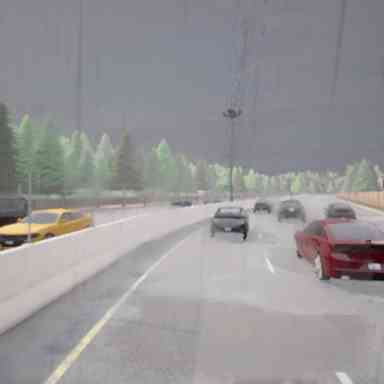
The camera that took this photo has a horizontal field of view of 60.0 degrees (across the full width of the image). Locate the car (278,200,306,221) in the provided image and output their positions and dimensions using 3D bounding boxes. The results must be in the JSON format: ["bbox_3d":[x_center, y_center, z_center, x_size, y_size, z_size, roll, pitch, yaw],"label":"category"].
[{"bbox_3d":[8.270,1.440,27.533,2.097,1.767,4.553,0,0,18],"label":"car"}]

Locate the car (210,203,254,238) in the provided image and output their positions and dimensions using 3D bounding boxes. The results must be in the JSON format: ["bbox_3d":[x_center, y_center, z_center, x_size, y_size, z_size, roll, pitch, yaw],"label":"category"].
[{"bbox_3d":[2.114,1.531,17.920,2.128,1.511,4.902,0,0,11],"label":"car"}]

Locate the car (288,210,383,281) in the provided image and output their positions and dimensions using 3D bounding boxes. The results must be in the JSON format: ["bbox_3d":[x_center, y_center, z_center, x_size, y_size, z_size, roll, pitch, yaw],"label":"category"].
[{"bbox_3d":[4.343,1.517,9.864,1.882,1.535,5.008,0,0,6],"label":"car"}]

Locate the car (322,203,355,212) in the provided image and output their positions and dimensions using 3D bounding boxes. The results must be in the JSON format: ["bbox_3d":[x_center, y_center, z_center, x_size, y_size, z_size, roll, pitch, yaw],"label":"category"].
[{"bbox_3d":[11.323,1.606,25.671,1.837,1.490,4.892,0,0,17],"label":"car"}]

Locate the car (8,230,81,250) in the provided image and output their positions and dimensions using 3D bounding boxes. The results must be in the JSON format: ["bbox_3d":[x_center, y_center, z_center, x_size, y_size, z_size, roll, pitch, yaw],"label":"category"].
[{"bbox_3d":[-5.883,1.468,13.882,1.882,1.535,5.008,0,0,9],"label":"car"}]

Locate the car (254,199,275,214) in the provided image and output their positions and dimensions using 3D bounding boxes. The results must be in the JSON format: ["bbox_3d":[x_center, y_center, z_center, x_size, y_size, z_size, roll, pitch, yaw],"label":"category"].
[{"bbox_3d":[8.219,1.609,37.900,1.837,1.490,4.892,0,0,20],"label":"car"}]
